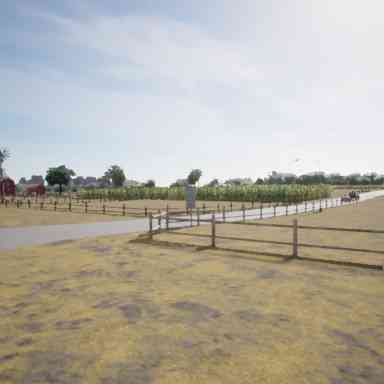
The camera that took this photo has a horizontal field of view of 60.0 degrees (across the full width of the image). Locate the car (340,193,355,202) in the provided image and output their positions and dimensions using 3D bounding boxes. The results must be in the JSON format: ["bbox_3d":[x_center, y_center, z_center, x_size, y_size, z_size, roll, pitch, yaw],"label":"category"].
[{"bbox_3d":[39.488,1.639,85.282,1.882,1.535,5.008,-2,0,36],"label":"car"}]
